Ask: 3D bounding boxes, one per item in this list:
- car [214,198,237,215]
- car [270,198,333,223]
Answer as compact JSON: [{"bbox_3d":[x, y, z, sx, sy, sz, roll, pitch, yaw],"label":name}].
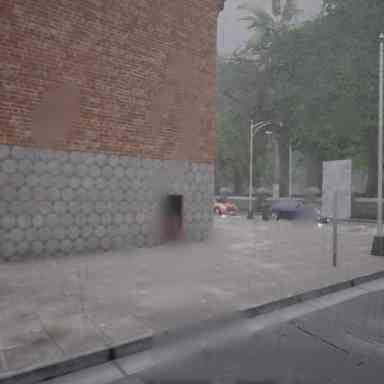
[{"bbox_3d":[2.344,1.341,32.485,2.097,1.767,4.553,2,-1,-36],"label":"car"},{"bbox_3d":[8.031,1.346,24.549,2.097,1.767,4.553,2,-1,-35],"label":"car"}]
